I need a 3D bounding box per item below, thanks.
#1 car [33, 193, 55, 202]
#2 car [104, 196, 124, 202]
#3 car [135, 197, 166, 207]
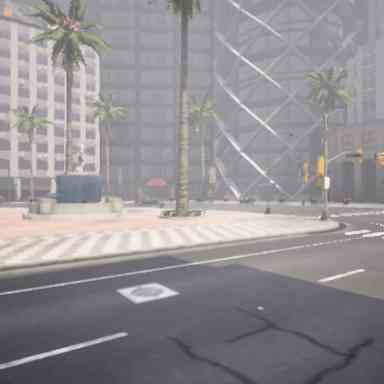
[{"bbox_3d":[-25.225,1.194,59.117,5.566,2.045,2.150,0,0,-10],"label":"car"},{"bbox_3d":[-14.839,1.433,59.671,5.008,1.535,1.882,0,0,2],"label":"car"},{"bbox_3d":[-6.394,1.443,51.123,4.902,1.511,2.128,0,0,16],"label":"car"}]
